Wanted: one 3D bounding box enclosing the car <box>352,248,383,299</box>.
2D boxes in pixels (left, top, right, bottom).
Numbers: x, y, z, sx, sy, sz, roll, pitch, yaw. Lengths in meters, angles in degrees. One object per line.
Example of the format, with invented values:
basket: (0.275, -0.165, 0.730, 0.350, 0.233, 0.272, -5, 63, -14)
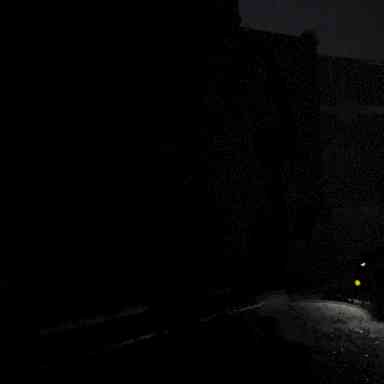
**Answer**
car: (5.294, 1.442, 6.906, 4.181, 1.385, 1.994, -1, 1, -31)
